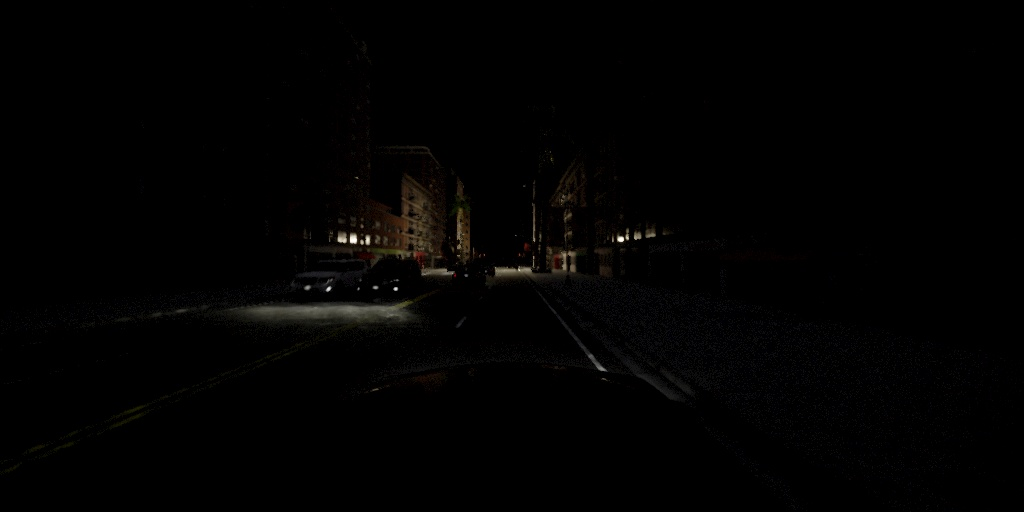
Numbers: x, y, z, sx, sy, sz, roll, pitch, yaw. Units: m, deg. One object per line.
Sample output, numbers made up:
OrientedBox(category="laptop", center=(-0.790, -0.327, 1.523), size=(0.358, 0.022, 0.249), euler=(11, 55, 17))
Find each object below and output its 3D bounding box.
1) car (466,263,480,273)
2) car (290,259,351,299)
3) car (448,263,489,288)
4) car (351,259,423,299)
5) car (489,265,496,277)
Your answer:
OrientedBox(category="car", center=(-6.537, 2.006, 60.556), size=(1.882, 1.535, 5.008), euler=(0, -1, 1))
OrientedBox(category="car", center=(-9.849, 1.199, 20.033), size=(2.150, 2.045, 5.566), euler=(0, -1, 0))
OrientedBox(category="car", center=(-3.149, 1.411, 26.795), size=(2.097, 1.767, 4.553), euler=(0, -1, 0))
OrientedBox(category="car", center=(-6.601, 1.200, 20.114), size=(2.150, 2.045, 5.566), euler=(0, -1, 0))
OrientedBox(category="car", center=(-3.147, 1.865, 45.449), size=(1.994, 1.385, 4.181), euler=(0, -1, 0))
